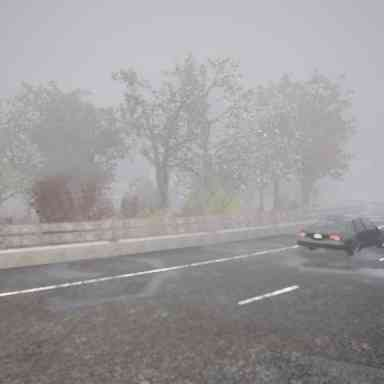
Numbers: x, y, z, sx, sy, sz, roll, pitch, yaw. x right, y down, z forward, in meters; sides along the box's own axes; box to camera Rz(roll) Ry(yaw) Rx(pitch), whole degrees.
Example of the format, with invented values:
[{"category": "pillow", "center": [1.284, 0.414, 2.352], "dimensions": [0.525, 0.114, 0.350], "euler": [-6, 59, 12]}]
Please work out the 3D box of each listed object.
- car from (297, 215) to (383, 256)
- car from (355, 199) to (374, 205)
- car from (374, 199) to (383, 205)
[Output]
[{"category": "car", "center": [6.444, 1.691, 13.872], "dimensions": [5.357, 1.411, 2.033], "euler": [1, -1, -43]}, {"category": "car", "center": [39.452, 2.325, 77.318], "dimensions": [2.128, 1.511, 4.902], "euler": [0, 0, 5]}, {"category": "car", "center": [42.920, 2.372, 76.842], "dimensions": [1.994, 1.385, 4.181], "euler": [0, 0, 5]}]
